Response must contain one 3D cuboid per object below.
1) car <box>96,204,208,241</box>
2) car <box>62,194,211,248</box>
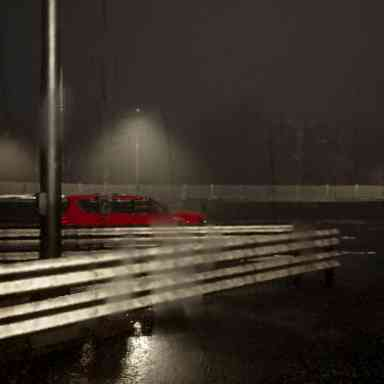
[{"bbox_3d":[-1.892,1.369,15.838,5.008,1.535,1.882,0,0,-10],"label":"car"},{"bbox_3d":[-2.033,1.109,12.264,5.566,2.045,2.150,0,0,-10],"label":"car"}]
